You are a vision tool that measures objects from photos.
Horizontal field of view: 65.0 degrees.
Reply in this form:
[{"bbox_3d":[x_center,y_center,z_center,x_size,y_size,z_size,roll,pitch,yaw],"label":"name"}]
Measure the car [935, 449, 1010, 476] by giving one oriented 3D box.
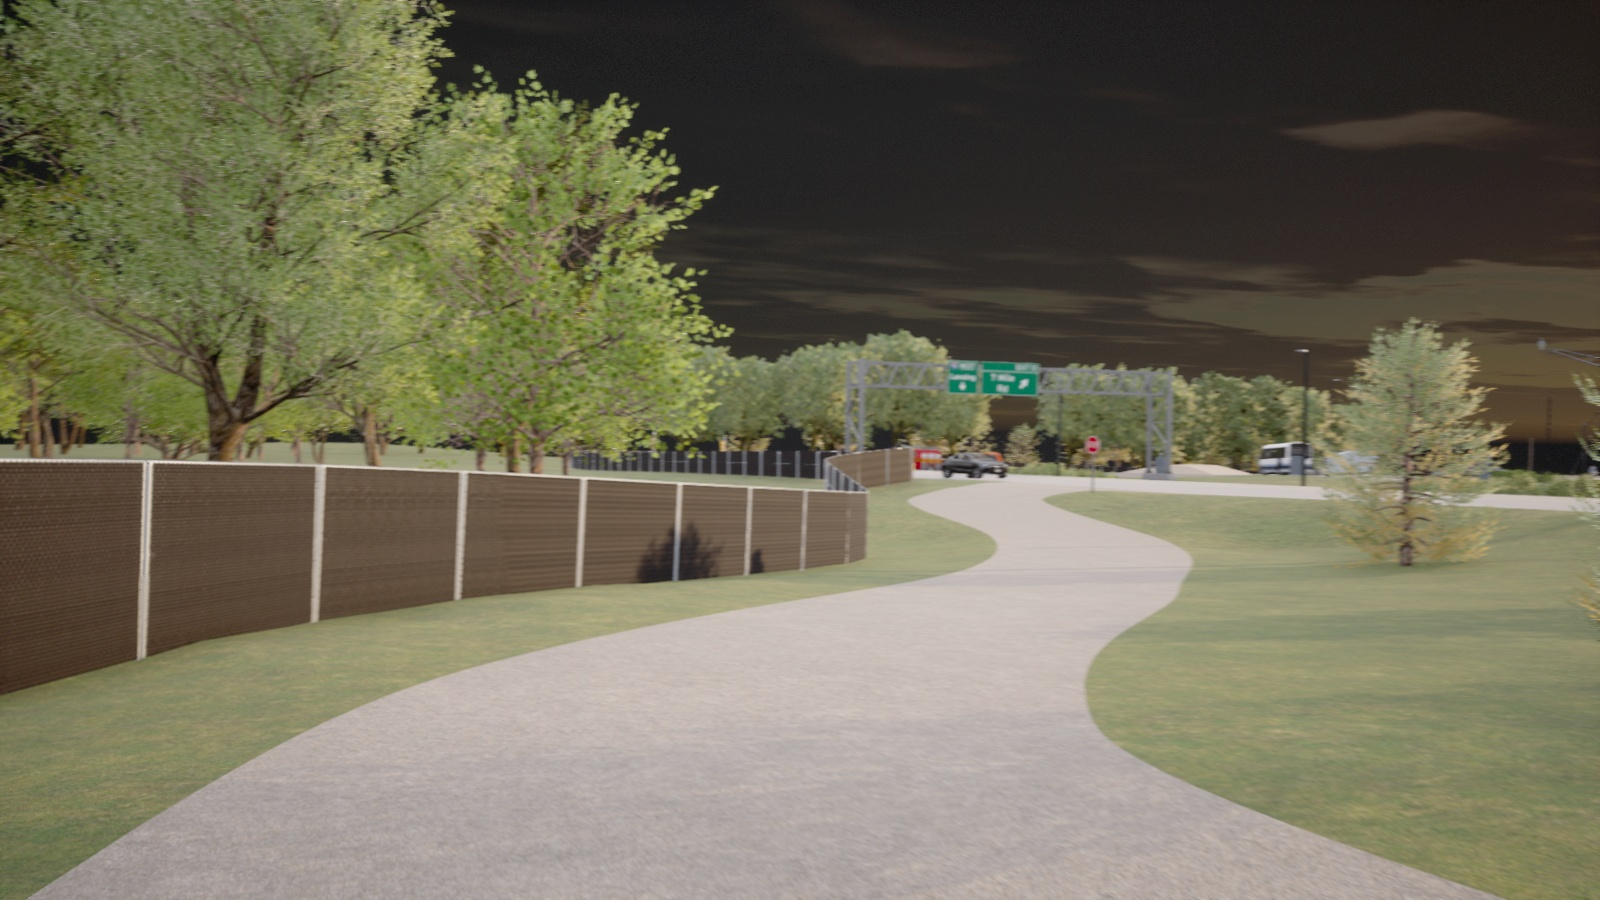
[{"bbox_3d":[10.836,0.775,79.304,2.152,1.651,5.027,0,-1,-28],"label":"car"}]
